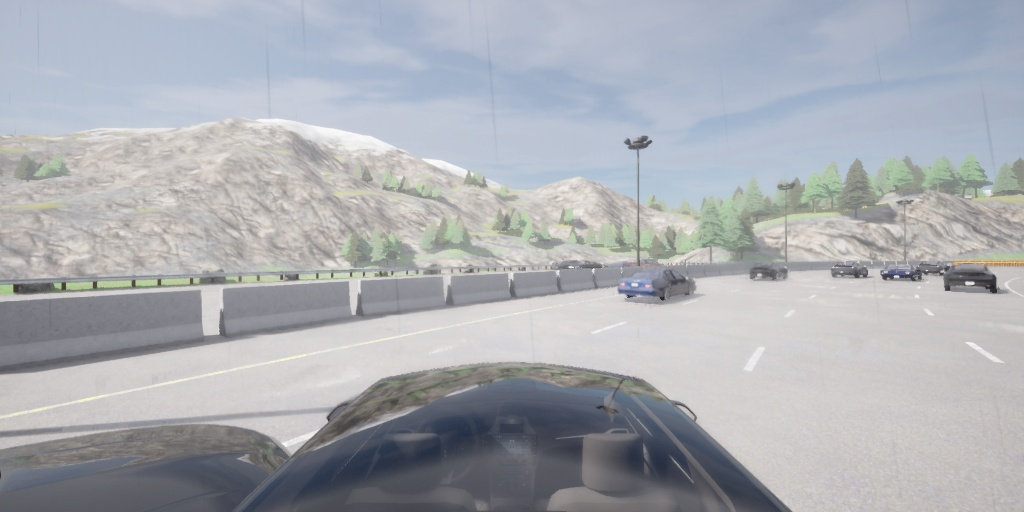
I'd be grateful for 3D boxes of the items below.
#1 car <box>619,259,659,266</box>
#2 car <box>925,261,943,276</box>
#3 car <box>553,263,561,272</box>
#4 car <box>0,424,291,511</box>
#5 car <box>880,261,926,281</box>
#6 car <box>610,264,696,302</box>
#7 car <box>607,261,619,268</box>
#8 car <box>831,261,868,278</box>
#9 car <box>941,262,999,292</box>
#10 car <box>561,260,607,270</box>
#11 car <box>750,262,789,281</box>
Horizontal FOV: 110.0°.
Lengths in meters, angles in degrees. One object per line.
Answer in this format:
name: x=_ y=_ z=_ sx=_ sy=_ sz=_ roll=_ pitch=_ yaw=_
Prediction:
car: x=13.784 y=1.101 z=37.745 sx=4.553 sy=1.767 sz=2.097 roll=0 pitch=0 yaw=-39
car: x=43.310 y=1.241 z=36.831 sx=4.902 sy=1.511 sz=2.128 roll=0 pitch=0 yaw=-31
car: x=7.436 y=1.257 z=46.123 sx=4.892 sy=1.490 sz=1.837 roll=1 pitch=-1 yaw=-39
car: x=-2.981 y=1.255 z=0.495 sx=4.892 sy=1.490 sz=1.837 roll=0 pitch=0 yaw=-45
car: x=32.306 y=1.351 z=29.698 sx=4.718 sy=1.301 sz=1.895 roll=0 pitch=0 yaw=-35
car: x=7.069 y=1.297 z=17.243 sx=2.033 sy=1.411 sz=5.357 roll=0 pitch=0 yaw=45
car: x=12.782 y=1.297 z=41.450 sx=5.357 sy=1.411 sz=2.033 roll=0 pitch=0 yaw=-38
car: x=31.372 y=1.241 z=33.307 sx=4.902 sy=1.511 sz=2.128 roll=0 pitch=0 yaw=-35
car: x=27.055 y=1.254 z=21.243 sx=4.892 sy=1.490 sz=1.837 roll=0 pitch=0 yaw=-39
car: x=8.559 y=1.242 z=42.504 sx=4.902 sy=1.511 sz=2.128 roll=0 pitch=0 yaw=-40
car: x=21.987 y=1.256 z=30.617 sx=4.892 sy=1.490 sz=1.837 roll=0 pitch=0 yaw=-39
